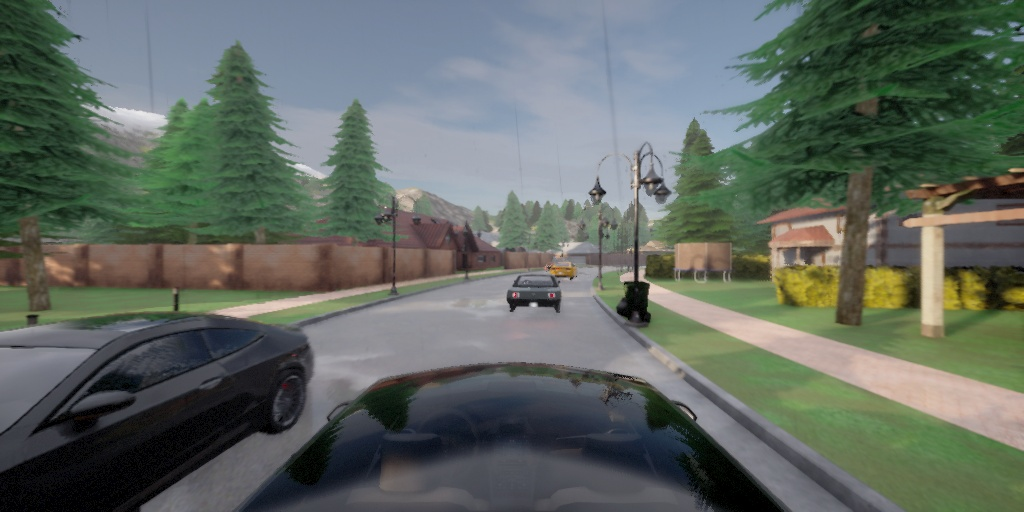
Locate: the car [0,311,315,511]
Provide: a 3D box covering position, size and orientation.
[{"bbox_3d":[-3.459,1.263,2.826,1.812,1.442,4.674,0,0,1],"label":"car"}]

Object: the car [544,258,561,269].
[{"bbox_3d":[5.656,1.133,44.958,2.097,1.767,4.553,0,0,25],"label":"car"}]

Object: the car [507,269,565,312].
[{"bbox_3d":[0.999,1.358,14.297,1.895,1.301,4.718,0,0,7],"label":"car"}]

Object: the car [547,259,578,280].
[{"bbox_3d":[4.678,1.253,31.896,1.882,1.535,5.008,0,0,16],"label":"car"}]
